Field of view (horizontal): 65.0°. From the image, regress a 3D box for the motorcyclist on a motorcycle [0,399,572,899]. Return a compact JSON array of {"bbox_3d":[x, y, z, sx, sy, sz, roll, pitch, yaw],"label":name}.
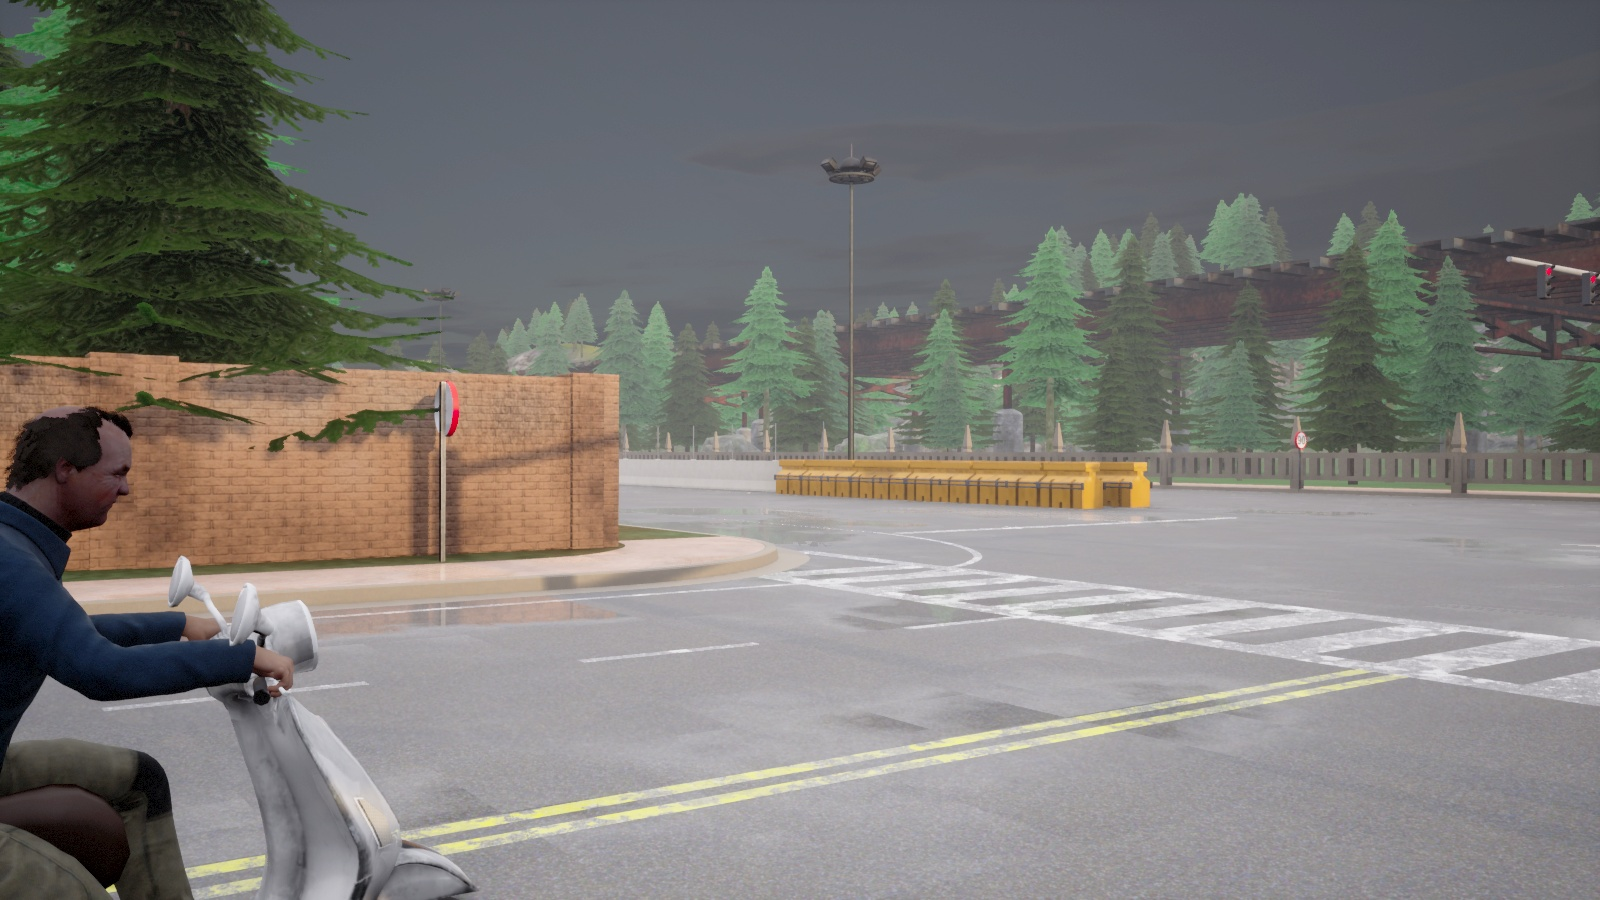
[{"bbox_3d":[-1.499,0.708,2.616,1.817,1.590,0.866,0,0,-35],"label":"motorcyclist on a motorcycle"}]
